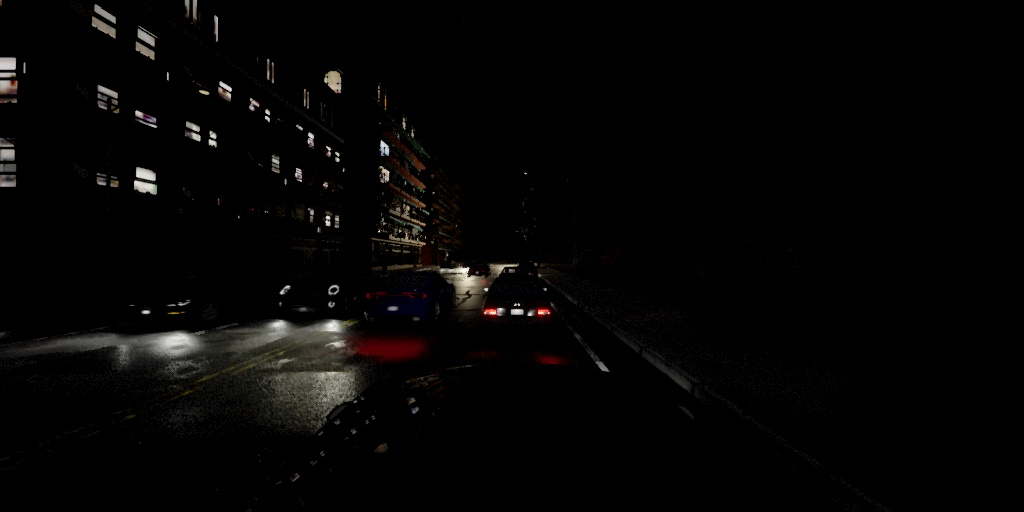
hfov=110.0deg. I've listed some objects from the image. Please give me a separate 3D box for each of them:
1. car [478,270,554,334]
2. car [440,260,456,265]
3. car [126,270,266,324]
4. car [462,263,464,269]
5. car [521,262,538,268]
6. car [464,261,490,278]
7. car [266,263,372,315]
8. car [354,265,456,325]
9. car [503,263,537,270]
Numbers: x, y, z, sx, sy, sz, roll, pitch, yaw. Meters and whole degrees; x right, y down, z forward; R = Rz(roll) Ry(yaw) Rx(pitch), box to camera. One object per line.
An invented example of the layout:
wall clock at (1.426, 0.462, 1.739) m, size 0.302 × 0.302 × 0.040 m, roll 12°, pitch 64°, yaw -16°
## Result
car at (0.113, 1.299, 10.538) m, size 2.033 × 1.411 × 5.357 m, roll 0°, pitch 0°, yaw 0°
car at (-9.775, 1.300, 55.015) m, size 2.033 × 1.411 × 5.357 m, roll 0°, pitch 0°, yaw 0°
car at (-9.837, 1.256, 12.065) m, size 1.837 × 1.490 × 4.892 m, roll 0°, pitch 0°, yaw 0°
car at (-6.524, 1.353, 55.505) m, size 1.895 × 1.301 × 4.718 m, roll 0°, pitch 0°, yaw 0°
car at (1.174, 1.259, 30.666) m, size 1.837 × 1.490 × 4.892 m, roll 0°, pitch 0°, yaw 0°
car at (-3.111, 1.279, 34.342) m, size 1.812 × 1.442 × 4.674 m, roll 0°, pitch 0°, yaw 0°
car at (-6.585, 1.104, 13.539) m, size 2.097 × 1.767 × 4.553 m, roll 0°, pitch 0°, yaw 0°
car at (-3.138, 1.229, 11.924) m, size 1.882 × 1.535 × 5.008 m, roll 0°, pitch 0°, yaw 0°
car at (0.124, 1.300, 20.899) m, size 2.033 × 1.411 × 5.357 m, roll 0°, pitch 0°, yaw 0°
